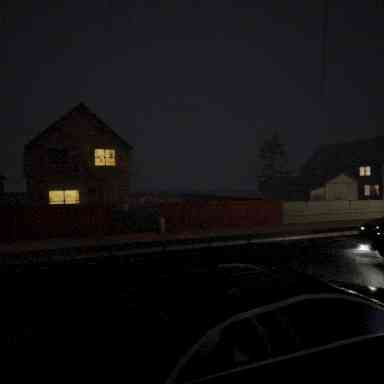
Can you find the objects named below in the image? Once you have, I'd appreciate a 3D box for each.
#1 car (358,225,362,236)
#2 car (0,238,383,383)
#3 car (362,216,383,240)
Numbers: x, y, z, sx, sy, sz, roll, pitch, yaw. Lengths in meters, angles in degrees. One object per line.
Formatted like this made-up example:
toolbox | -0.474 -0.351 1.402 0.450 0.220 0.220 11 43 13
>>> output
car | 10.357 1.538 15.750 5.357 1.411 2.033 0 0 -27
car | 0.783 1.491 3.256 4.902 1.511 2.128 0 0 -27
car | 8.589 1.214 11.178 5.566 2.045 2.150 0 0 -27
